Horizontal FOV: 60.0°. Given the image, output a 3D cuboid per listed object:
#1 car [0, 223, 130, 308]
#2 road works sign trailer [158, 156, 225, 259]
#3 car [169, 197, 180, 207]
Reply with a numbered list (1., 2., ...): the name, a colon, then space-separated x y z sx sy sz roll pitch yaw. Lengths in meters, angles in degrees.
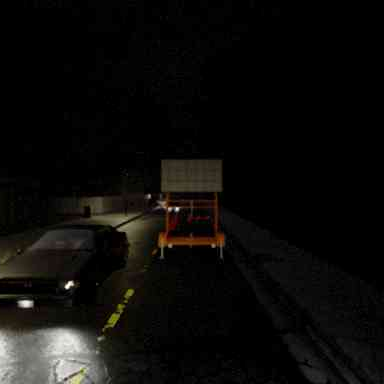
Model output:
1. car: -2.855 1.535 8.378 2.033 1.411 5.357 0 0 0
2. road works sign trailer: -0.008 0.447 12.576 2.380 3.560 2.880 0 0 0
3. car: -2.866 1.512 50.812 1.994 1.385 4.181 0 0 0
